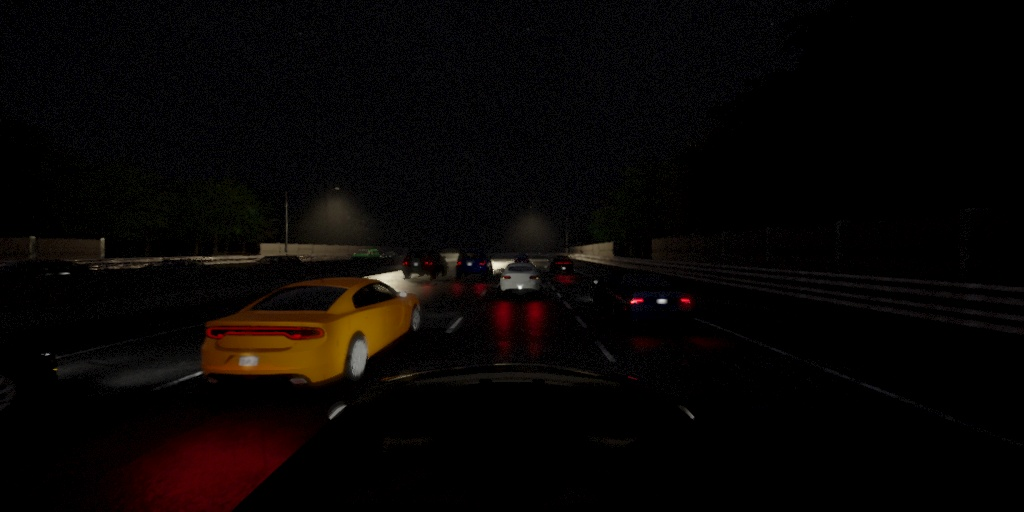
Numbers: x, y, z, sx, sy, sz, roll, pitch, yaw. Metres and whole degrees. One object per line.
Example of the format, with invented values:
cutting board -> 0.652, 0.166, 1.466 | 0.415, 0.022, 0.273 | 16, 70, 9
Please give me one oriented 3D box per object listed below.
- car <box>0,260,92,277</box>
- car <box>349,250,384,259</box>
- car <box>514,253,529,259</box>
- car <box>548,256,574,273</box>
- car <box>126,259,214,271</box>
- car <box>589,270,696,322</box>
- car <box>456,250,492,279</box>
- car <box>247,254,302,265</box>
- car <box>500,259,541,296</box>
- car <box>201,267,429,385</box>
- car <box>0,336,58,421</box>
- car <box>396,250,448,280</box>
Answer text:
car -> -27.600, 0.985, 20.623 | 1.837, 1.490, 4.892 | 0, 1, 2
car -> -19.761, 0.168, 48.314 | 2.150, 2.045, 5.566 | 0, 1, 2
car -> 1.247, 0.498, 45.856 | 1.812, 1.442, 4.674 | 0, 1, 2
car -> 4.464, 0.732, 32.738 | 1.837, 1.490, 4.892 | 0, 1, 2
car -> -23.956, 0.939, 25.438 | 2.033, 1.411, 5.357 | 0, 1, 2
car -> 3.843, 1.148, 11.514 | 2.033, 1.411, 5.357 | 0, 1, 2
car -> -2.722, 0.574, 26.483 | 2.150, 2.045, 5.566 | 0, 1, 2
car -> -16.947, 0.735, 25.596 | 2.097, 1.767, 4.553 | 0, 1, 2
car -> 0.414, 1.034, 17.413 | 1.812, 1.442, 4.674 | 0, 1, 2
car -> -3.291, 1.153, 7.055 | 1.882, 1.535, 5.008 | 0, 1, 2
car -> -6.922, 1.248, 2.610 | 1.837, 1.490, 4.892 | 0, 1, 2
car -> -6.231, 0.583, 26.206 | 2.150, 2.045, 5.566 | 0, 1, 2
